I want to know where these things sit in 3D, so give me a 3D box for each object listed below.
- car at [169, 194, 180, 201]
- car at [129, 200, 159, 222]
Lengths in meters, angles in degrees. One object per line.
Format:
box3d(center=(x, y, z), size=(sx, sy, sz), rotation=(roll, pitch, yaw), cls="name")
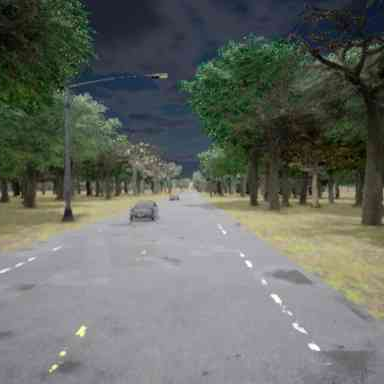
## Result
box3d(center=(-3.514, 1.166, 66.644), size=(1.994, 1.385, 4.181), rotation=(0, 1, 0), cls="car")
box3d(center=(-3.599, 1.394, 25.616), size=(1.837, 1.490, 4.892), rotation=(0, 0, 0), cls="car")
